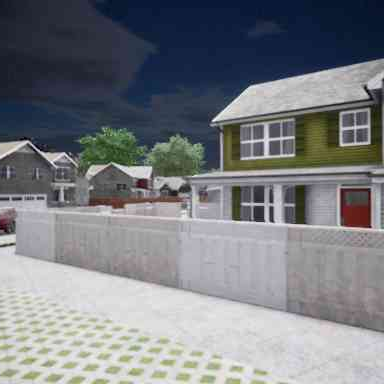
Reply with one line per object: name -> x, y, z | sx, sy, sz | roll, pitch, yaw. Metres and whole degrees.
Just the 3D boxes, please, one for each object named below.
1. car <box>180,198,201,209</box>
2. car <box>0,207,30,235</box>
car -> -0.159, 1.672, 47.752 | 2.128, 1.511, 4.902 | 0, 0, 22
car -> -10.092, 1.573, 19.329 | 1.812, 1.442, 4.674 | 0, 0, 18
